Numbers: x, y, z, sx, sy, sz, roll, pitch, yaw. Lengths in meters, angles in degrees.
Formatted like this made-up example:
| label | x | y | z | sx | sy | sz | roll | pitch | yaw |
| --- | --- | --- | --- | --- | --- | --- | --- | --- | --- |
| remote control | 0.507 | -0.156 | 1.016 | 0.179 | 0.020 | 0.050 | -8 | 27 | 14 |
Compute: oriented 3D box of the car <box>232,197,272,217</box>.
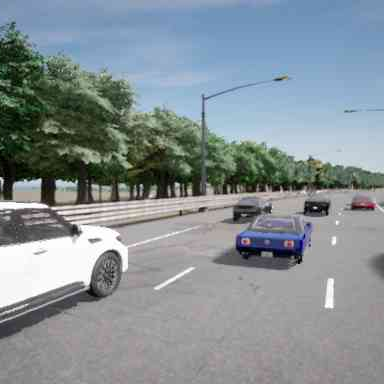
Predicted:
| label | x | y | z | sx | sy | sz | roll | pitch | yaw |
| --- | --- | --- | --- | --- | --- | --- | --- | --- | --- |
| car | 4.152 | 1.131 | 22.354 | 1.837 | 1.490 | 4.892 | 0 | 1 | 25 |

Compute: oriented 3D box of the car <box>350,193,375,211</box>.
| label | x | y | z | sx | sy | sz | roll | pitch | yaw |
| --- | --- | --- | --- | --- | --- | --- | --- | --- | --- |
| car | 16.488 | 1.029 | 32.180 | 1.994 | 1.385 | 4.181 | 0 | 1 | 26 |

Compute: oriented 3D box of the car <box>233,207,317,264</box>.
| label | x | y | z | sx | sy | sz | roll | pitch | yaw |
| --- | --- | --- | --- | --- | --- | --- | --- | --- | --- |
| car | 2.989 | 1.411 | 11.274 | 1.895 | 1.301 | 4.718 | 0 | 1 | 24 |

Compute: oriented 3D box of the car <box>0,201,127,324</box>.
| label | x | y | z | sx | sy | sz | roll | pitch | yaw |
| --- | --- | --- | --- | --- | --- | --- | --- | --- | --- |
| car | -3.337 | 1.129 | 5.463 | 2.150 | 2.045 | 5.566 | 0 | 1 | 23 |

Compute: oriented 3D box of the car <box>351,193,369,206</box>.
| label | x | y | z | sx | sy | sz | roll | pitch | yaw |
| --- | --- | --- | --- | --- | --- | --- | --- | --- | --- |
| car | 20.946 | 0.843 | 41.424 | 1.812 | 1.442 | 4.674 | 0 | 1 | 28 |

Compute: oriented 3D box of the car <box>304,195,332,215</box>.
| label | x | y | z | sx | sy | sz | roll | pitch | yaw |
| --- | --- | --- | --- | --- | --- | --- | --- | --- | --- |
| car | 10.439 | 1.017 | 27.537 | 1.882 | 1.535 | 5.008 | 0 | 1 | 25 |
